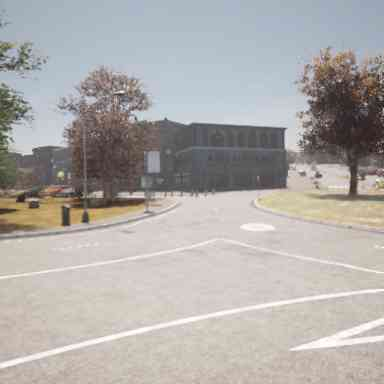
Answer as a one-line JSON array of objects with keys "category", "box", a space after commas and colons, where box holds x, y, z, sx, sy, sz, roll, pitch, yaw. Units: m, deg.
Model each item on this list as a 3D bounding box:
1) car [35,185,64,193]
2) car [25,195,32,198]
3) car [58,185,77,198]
[{"category": "car", "box": [-19.874, 0.021, 49.376, 2.435, 2.045, 5.566, -1, 1, 16]}, {"category": "car", "box": [-22.277, 0.047, 51.175, 2.435, 2.045, 5.566, -2, 1, 16]}, {"category": "car", "box": [-17.443, 0.244, 47.682, 2.231, 1.521, 4.892, -1, 1, 15]}]
